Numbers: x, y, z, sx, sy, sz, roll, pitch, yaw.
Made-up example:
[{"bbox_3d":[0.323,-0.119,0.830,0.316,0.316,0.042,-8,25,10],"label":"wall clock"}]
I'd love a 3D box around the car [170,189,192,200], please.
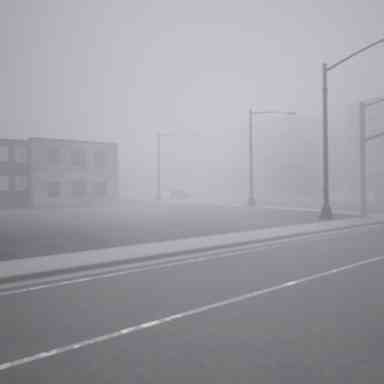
[{"bbox_3d":[-1.867,0.351,57.473,2.097,1.767,4.553,-1,2,-35],"label":"car"}]
